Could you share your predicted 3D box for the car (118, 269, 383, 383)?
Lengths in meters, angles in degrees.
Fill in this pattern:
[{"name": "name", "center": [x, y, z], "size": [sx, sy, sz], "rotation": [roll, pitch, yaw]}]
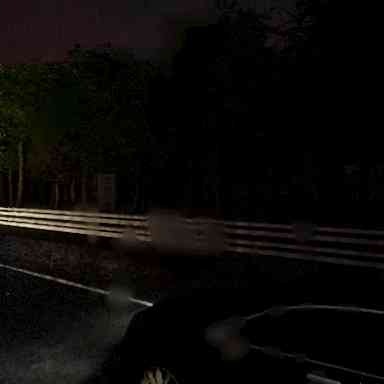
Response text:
[{"name": "car", "center": [1.438, 1.503, 2.952], "size": [4.892, 1.490, 1.837], "rotation": [0, 0, 35]}]
